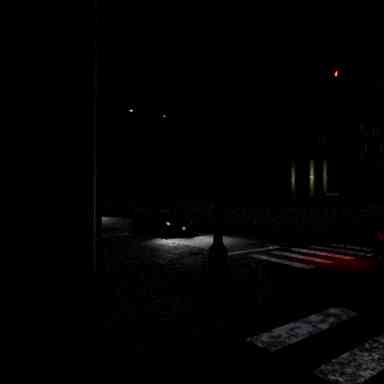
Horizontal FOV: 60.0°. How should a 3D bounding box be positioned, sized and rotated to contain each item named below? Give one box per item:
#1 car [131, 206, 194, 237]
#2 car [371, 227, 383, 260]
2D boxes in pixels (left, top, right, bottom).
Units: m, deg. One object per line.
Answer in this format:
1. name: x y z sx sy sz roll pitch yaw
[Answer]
1. car: -1.759 1.531 18.412 1.812 1.442 4.674 0 0 -36
2. car: 7.987 1.480 9.544 5.008 1.535 1.882 0 0 22
